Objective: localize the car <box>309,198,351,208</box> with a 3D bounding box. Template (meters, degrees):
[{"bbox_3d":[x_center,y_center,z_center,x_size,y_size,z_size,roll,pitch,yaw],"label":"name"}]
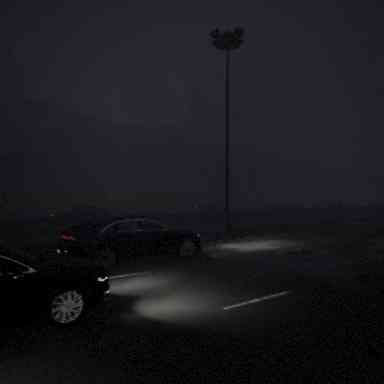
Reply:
[{"bbox_3d":[14.619,1.533,35.889,4.553,1.767,2.097,0,0,-35],"label":"car"}]

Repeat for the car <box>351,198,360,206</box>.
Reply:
[{"bbox_3d":[27.111,1.835,57.263,4.674,1.442,1.812,0,0,-34],"label":"car"}]

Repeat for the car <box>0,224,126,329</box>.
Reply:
[{"bbox_3d":[-3.768,1.504,5.358,4.892,1.490,1.837,0,0,-36],"label":"car"}]

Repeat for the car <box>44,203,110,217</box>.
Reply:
[{"bbox_3d":[-8.155,1.564,23.971,4.674,1.442,1.812,1,0,-35],"label":"car"}]

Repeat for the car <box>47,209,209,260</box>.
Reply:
[{"bbox_3d":[-1.867,1.518,11.012,4.902,1.511,2.128,0,0,-36],"label":"car"}]

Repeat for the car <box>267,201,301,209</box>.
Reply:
[{"bbox_3d":[11.774,1.792,42.461,4.718,1.301,1.895,0,0,-35],"label":"car"}]

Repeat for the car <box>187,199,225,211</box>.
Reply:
[{"bbox_3d":[1.711,1.612,39.599,5.008,1.535,1.882,1,0,-35],"label":"car"}]

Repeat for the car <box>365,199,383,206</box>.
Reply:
[{"bbox_3d":[27.514,1.777,49.110,4.902,1.511,2.128,0,0,-34],"label":"car"}]
